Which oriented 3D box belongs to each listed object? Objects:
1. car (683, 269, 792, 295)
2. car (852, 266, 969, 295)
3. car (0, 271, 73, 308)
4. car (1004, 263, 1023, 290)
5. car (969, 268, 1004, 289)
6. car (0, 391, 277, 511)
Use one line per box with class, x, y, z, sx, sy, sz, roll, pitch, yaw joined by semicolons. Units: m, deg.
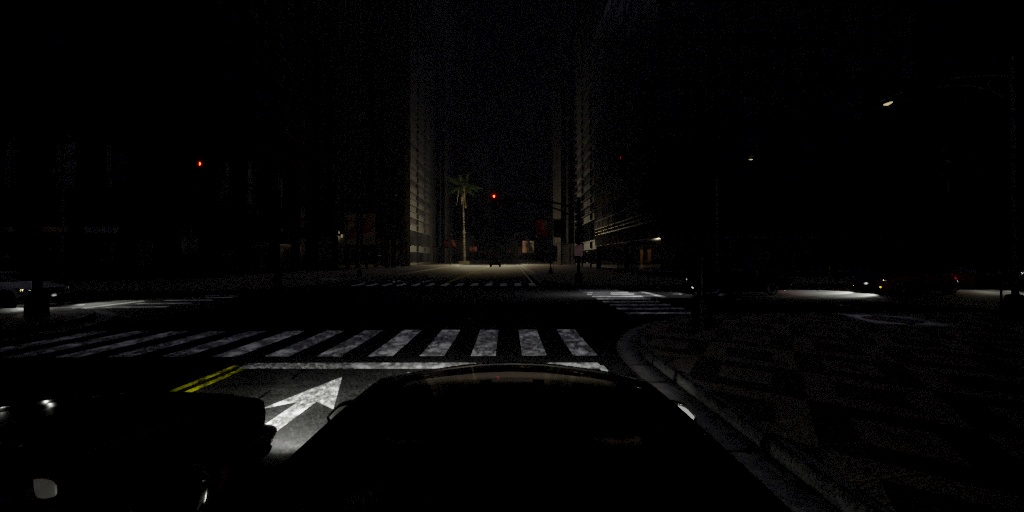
car;11.613;1.320;18.739;4.718;1.301;1.895;0;0;-1
car;20.621;1.252;18.893;4.181;1.385;1.994;0;0;-1
car;-21.383;1.354;14.955;4.674;1.442;1.812;0;0;1
car;29.967;1.012;19.059;4.553;1.767;2.097;0;0;-1
car;26.420;1.274;21.753;4.207;1.307;1.802;0;0;-1
car;-3.175;1.297;0.738;2.033;1.411;5.357;0;0;4
